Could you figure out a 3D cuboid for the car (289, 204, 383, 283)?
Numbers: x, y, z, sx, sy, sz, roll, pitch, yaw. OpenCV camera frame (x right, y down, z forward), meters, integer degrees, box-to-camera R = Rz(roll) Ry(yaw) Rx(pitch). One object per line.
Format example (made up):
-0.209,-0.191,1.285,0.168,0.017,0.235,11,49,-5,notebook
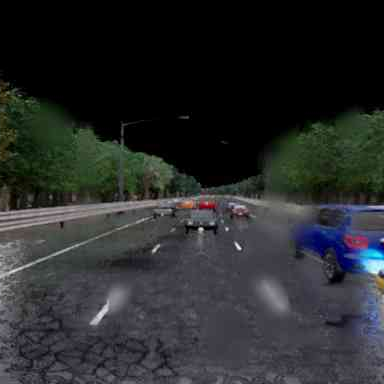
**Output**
4.709,1.375,10.274,2.150,2.045,5.566,1,-1,1,car

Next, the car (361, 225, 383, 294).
4.583,1.552,4.526,1.801,1.575,5.366,1,-1,1,car

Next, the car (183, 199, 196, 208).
-0.521,1.861,54.782,2.097,1.767,4.553,1,-1,5,car

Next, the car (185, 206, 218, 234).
0.611,1.801,20.793,1.895,1.301,4.718,1,-1,3,car

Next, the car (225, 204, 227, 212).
5.514,2.020,45.531,1.812,1.442,4.674,1,0,5,car

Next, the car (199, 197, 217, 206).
2.112,1.670,45.022,2.150,2.045,5.566,1,-1,5,car

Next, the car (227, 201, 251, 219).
4.713,1.895,33.382,1.812,1.442,4.674,1,-1,5,car

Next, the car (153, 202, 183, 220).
-2.363,1.753,30.917,2.128,1.511,4.902,1,-1,3,car
